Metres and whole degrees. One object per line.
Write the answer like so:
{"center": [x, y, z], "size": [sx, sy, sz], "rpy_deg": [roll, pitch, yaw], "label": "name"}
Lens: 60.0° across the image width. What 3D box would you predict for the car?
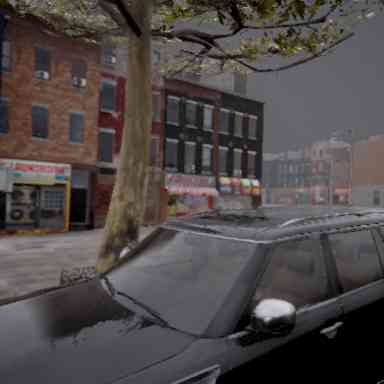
{"center": [0.538, 1.226, 3.412], "size": [5.566, 2.045, 2.150], "rpy_deg": [0, 0, -35], "label": "car"}
